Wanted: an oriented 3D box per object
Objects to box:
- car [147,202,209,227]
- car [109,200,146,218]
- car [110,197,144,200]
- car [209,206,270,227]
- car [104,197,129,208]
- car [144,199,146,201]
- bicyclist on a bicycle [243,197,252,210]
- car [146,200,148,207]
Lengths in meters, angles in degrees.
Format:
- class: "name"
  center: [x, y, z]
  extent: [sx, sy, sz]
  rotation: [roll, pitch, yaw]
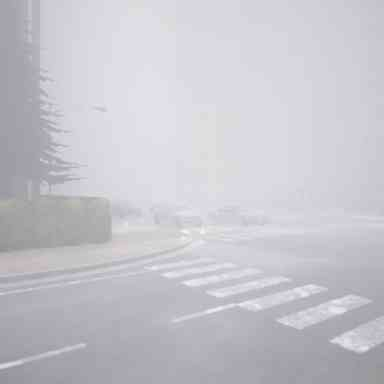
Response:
- class: "car"
  center: [-1.125, 1.587, 23.507]
  extent: [1.812, 1.442, 4.674]
  rotation: [0, 0, -35]
- class: "car"
  center: [-6.414, 1.663, 30.918]
  extent: [1.895, 1.301, 4.718]
  rotation: [0, 0, -35]
- class: "car"
  center: [-8.134, 1.611, 39.385]
  extent: [2.033, 1.411, 5.357]
  rotation: [0, 0, -35]
- class: "car"
  center: [3.192, 1.664, 23.483]
  extent: [1.895, 1.301, 4.718]
  rotation: [0, 0, -36]
- class: "car"
  center: [-11.400, 1.543, 50.137]
  extent: [1.882, 1.535, 5.008]
  rotation: [0, 0, -35]
- class: "car"
  center: [-8.680, 1.545, 52.350]
  extent: [1.882, 1.535, 5.008]
  rotation: [0, 0, -35]
- class: "bicyclist on a bicycle"
  center: [6.571, 1.370, 39.369]
  extent: [1.656, 1.620, 0.582]
  rotation: [0, 0, -35]
- class: "car"
  center: [-2.133, 1.664, 30.939]
  extent: [1.895, 1.301, 4.718]
  rotation: [0, 0, -35]
